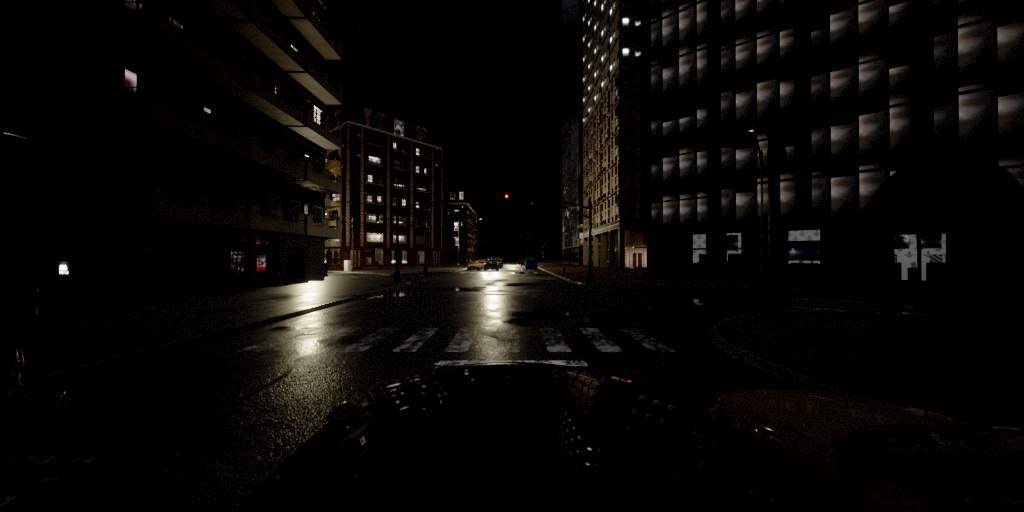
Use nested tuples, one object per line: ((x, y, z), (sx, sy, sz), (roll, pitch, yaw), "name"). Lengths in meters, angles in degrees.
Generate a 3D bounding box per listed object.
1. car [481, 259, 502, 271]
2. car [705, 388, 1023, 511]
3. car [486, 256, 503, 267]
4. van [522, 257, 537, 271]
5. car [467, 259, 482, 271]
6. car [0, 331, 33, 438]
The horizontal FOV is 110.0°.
((-2.788, 1.394, 49.248), (1.895, 1.301, 4.718), (0, 0, 0), "car")
((2.563, 1.275, 1.262), (1.751, 1.417, 4.829), (0, 0, 0), "car")
((-2.764, 1.038, 59.625), (2.150, 2.045, 5.566), (0, 0, 0), "car")
((2.626, 1.136, 50.084), (1.690, 1.789, 3.998), (0, 0, 0), "van")
((-5.255, 1.320, 49.925), (1.751, 1.417, 4.829), (0, 0, 0), "car")
((-5.318, 1.065, 1.095), (2.192, 1.841, 5.009), (0, 0, 0), "car")
